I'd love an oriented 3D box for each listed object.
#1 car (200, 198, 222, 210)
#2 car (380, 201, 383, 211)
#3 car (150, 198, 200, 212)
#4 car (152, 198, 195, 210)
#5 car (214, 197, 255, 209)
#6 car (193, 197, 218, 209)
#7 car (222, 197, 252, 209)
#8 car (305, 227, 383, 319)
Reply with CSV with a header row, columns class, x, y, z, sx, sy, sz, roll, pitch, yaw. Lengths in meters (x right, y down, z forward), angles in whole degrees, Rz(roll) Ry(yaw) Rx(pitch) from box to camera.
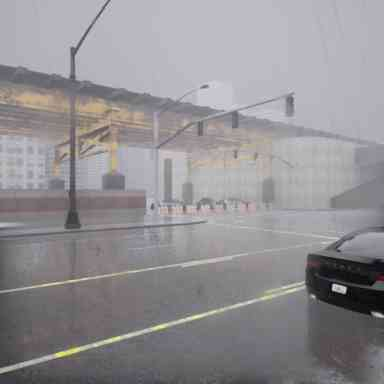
class,x,y,z,sx,sy,sz,roll,pitch,yaw
car,1.712,1.450,39.957,2.038,1.542,4.974,0,0,18
car,24.243,1.487,39.771,4.902,1.511,2.128,0,0,-37
car,-2.010,1.450,37.240,4.974,1.542,2.038,0,0,8
car,-2.061,1.293,37.246,4.536,1.218,1.853,0,0,8
car,5.590,1.449,43.750,4.974,1.542,2.038,0,0,-7
car,1.727,1.292,40.006,1.853,1.218,4.536,0,0,18
car,5.538,1.292,43.743,4.536,1.218,1.853,0,0,-7
car,4.486,1.477,7.043,5.008,1.535,1.882,0,0,-36
